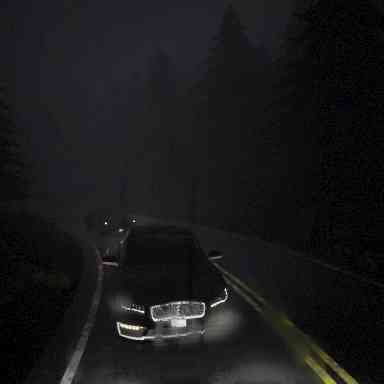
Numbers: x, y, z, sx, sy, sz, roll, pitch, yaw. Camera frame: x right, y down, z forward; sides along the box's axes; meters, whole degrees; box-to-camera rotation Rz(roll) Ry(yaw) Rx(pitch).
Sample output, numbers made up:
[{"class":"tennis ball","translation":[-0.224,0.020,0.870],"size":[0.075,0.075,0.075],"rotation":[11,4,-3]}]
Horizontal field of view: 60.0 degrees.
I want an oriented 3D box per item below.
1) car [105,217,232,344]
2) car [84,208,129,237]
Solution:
[{"class":"car","translation":[-0.644,1.495,6.803],"size":[1.837,1.490,4.892],"rotation":[-1,0,-11]},{"class":"car","translation":[-4.630,1.611,18.541],"size":[1.895,1.301,4.718],"rotation":[-3,1,-29]}]
